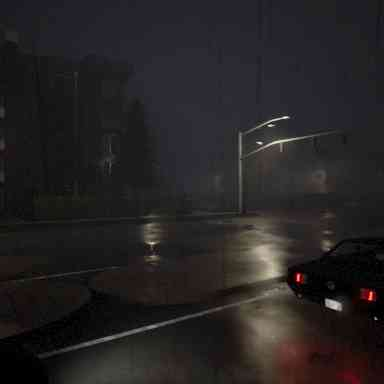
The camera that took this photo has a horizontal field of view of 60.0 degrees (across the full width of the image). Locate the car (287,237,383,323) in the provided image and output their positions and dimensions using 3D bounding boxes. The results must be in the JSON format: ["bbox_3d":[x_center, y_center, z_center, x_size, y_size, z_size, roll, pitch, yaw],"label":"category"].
[{"bbox_3d":[4.185,1.601,6.852,4.718,1.301,1.895,0,0,-35],"label":"car"}]

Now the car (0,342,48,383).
[{"bbox_3d":[-3.144,1.526,1.517,4.674,1.442,1.812,0,0,-36],"label":"car"}]
